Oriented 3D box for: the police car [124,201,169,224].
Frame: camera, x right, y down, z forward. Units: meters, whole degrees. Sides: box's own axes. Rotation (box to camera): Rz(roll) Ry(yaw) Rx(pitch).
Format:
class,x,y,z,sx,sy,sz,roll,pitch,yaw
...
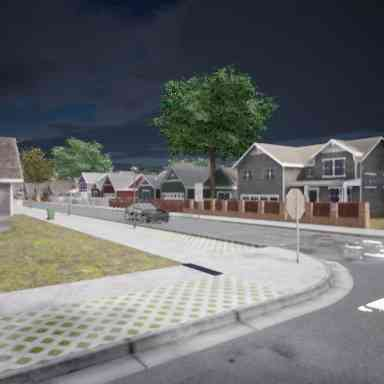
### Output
class,x,y,z,sx,sy,sz,roll,pitch,yaw
police car,-3.537,1.548,25.847,1.930,1.638,5.238,0,0,-35
